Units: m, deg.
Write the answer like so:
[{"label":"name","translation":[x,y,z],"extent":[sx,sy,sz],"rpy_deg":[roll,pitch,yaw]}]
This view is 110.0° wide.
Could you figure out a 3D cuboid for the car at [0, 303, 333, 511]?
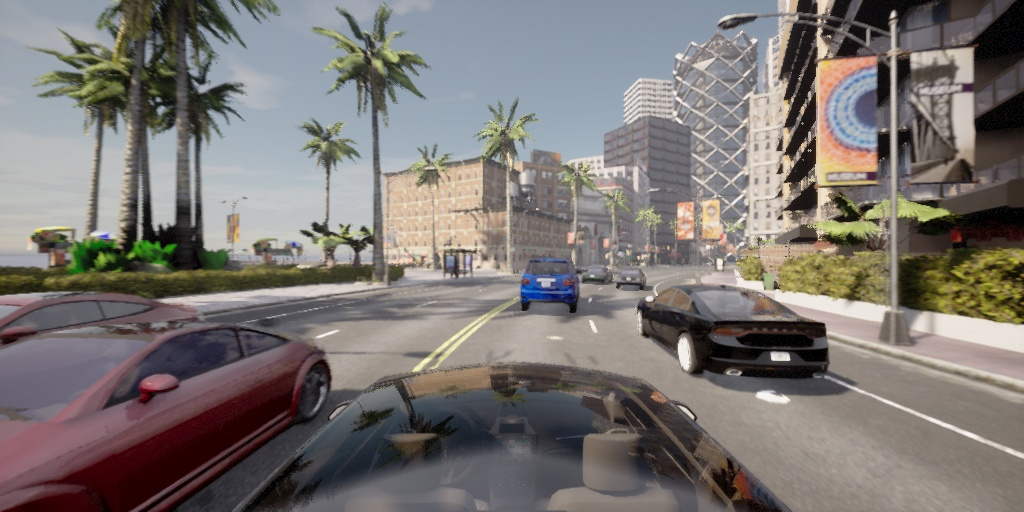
[{"label":"car","translation":[-3.374,1.302,2.985],"extent":[1.994,1.385,4.181],"rpy_deg":[0,-1,2]}]

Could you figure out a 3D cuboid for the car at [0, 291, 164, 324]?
[{"label":"car","translation":[-6.813,1.258,4.943],"extent":[1.812,1.442,4.674],"rpy_deg":[0,-1,4]}]

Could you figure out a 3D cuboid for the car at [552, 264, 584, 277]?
[{"label":"car","translation":[7.173,1.810,45.727],"extent":[2.033,1.411,5.357],"rpy_deg":[0,-1,32]}]

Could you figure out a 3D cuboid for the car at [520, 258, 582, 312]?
[{"label":"car","translation":[1.751,1.127,15.359],"extent":[2.150,2.045,5.566],"rpy_deg":[0,-1,12]}]

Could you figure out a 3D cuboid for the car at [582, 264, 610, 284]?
[{"label":"car","translation":[7.666,1.686,31.940],"extent":[1.994,1.385,4.181],"rpy_deg":[0,-1,26]}]

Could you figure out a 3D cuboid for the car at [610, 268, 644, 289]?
[{"label":"car","translation":[8.790,1.620,26.322],"extent":[2.033,1.411,5.357],"rpy_deg":[0,-1,23]}]

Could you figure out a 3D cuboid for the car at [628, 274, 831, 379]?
[{"label":"car","translation":[4.086,1.320,7.625],"extent":[1.882,1.535,5.008],"rpy_deg":[0,-1,5]}]
